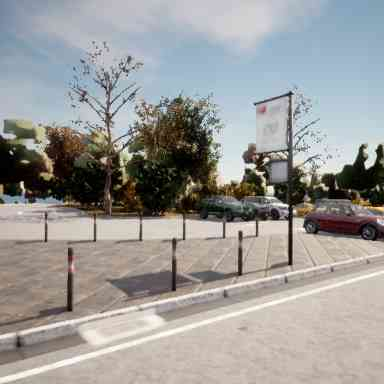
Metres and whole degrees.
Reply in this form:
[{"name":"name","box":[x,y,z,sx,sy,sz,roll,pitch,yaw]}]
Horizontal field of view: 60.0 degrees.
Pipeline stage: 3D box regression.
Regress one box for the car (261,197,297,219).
[{"name":"car","box":[7.094,1.451,31.340,2.435,2.045,5.566,2,-1,-36]}]

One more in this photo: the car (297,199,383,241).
[{"name":"car","box":[8.098,1.395,16.977,2.185,1.767,4.553,2,-1,-36]}]

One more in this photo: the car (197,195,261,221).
[{"name":"car","box":[2.676,1.318,28.129,2.435,2.045,5.566,2,-1,-36]}]

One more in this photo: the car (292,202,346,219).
[{"name":"car","box":[13.760,1.962,36.401,1.946,1.575,5.366,3,-1,-36]}]

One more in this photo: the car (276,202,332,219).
[{"name":"car","box":[11.601,1.872,34.848,1.946,1.575,5.366,2,-1,-36]}]

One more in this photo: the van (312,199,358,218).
[{"name":"van","box":[16.209,1.841,37.792,1.878,1.987,4.442,3,-1,-36]}]

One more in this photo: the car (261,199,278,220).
[{"name":"car","box":[4.817,1.633,29.712,2.231,1.521,4.892,2,-1,-36]}]
